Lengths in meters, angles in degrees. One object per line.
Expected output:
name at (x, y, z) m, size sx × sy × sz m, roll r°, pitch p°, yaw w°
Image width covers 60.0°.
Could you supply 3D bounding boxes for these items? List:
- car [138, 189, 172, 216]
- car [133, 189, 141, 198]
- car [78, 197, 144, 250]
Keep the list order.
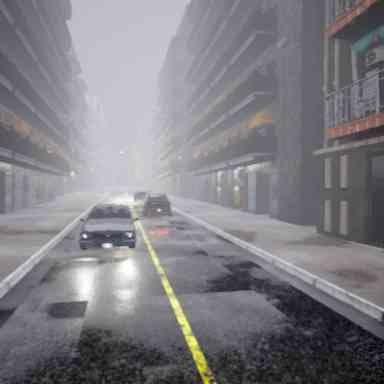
car at (-2.580, 0.828, 23.600) m, size 1.837 × 1.490 × 4.892 m, roll 1°, pitch 2°, yaw -12°
car at (-6.127, 0.319, 40.286) m, size 2.128 × 1.511 × 4.902 m, roll 1°, pitch 2°, yaw -12°
car at (-3.110, 1.154, 12.701) m, size 2.033 × 1.411 × 5.357 m, roll 0°, pitch 2°, yaw -12°
